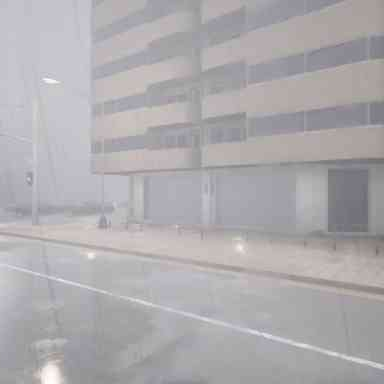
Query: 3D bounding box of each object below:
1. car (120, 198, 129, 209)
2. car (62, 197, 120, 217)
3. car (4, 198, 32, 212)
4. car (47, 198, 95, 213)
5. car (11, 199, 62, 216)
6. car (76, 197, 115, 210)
[{"bbox_3d":[-8.138,1.478,45.646,1.882,1.535,5.008,0,0,37],"label":"car"},{"bbox_3d":[-9.548,1.525,31.652,1.812,1.442,4.674,0,0,37],"label":"car"},{"bbox_3d":[-18.479,1.505,37.577,1.837,1.490,4.892,0,0,37],"label":"car"},{"bbox_3d":[-13.765,1.505,38.056,1.837,1.490,4.892,0,0,37],"label":"car"},{"bbox_3d":[-14.050,1.601,31.458,1.895,1.301,4.718,0,0,37],"label":"car"},{"bbox_3d":[-12.964,1.505,45.014,1.837,1.490,4.892,0,0,37],"label":"car"}]
